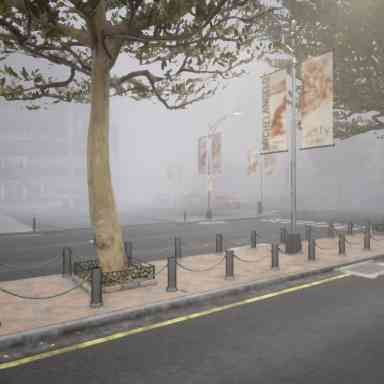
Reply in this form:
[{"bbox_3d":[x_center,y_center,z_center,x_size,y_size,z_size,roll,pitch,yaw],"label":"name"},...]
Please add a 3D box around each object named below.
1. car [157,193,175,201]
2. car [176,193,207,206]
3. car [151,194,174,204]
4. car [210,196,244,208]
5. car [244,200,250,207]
[{"bbox_3d":[-5.085,1.221,67.868,5.566,2.045,2.150,0,0,45],"label":"car"},{"bbox_3d":[-0.178,1.352,55.955,2.097,1.767,4.553,0,0,-36],"label":"car"},{"bbox_3d":[-6.081,1.564,63.566,1.994,1.385,4.181,0,0,-42],"label":"car"},{"bbox_3d":[4.916,1.352,48.874,2.097,1.767,4.553,0,0,-35],"label":"car"},{"bbox_3d":[6.980,1.526,52.017,1.812,1.442,4.674,0,0,-36],"label":"car"}]
